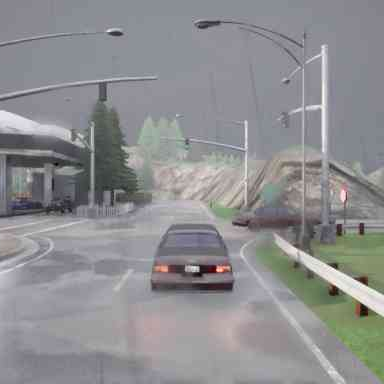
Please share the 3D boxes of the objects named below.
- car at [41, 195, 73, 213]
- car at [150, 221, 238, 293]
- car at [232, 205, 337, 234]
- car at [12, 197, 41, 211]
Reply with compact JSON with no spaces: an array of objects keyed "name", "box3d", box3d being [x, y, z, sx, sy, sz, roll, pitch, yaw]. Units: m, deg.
[{"name":"car","box3d":[-14.515,1.313,36.567,1.905,1.878,3.866,0,0,-1]},{"name":"car","box3d":[0.004,1.547,8.980,2.033,1.411,5.357,0,0,0]},{"name":"car","box3d":[4.865,1.390,17.817,5.357,1.411,2.033,-1,-1,26]},{"name":"car","box3d":[-20.220,1.480,40.846,2.242,1.667,4.611,0,0,-1]}]
